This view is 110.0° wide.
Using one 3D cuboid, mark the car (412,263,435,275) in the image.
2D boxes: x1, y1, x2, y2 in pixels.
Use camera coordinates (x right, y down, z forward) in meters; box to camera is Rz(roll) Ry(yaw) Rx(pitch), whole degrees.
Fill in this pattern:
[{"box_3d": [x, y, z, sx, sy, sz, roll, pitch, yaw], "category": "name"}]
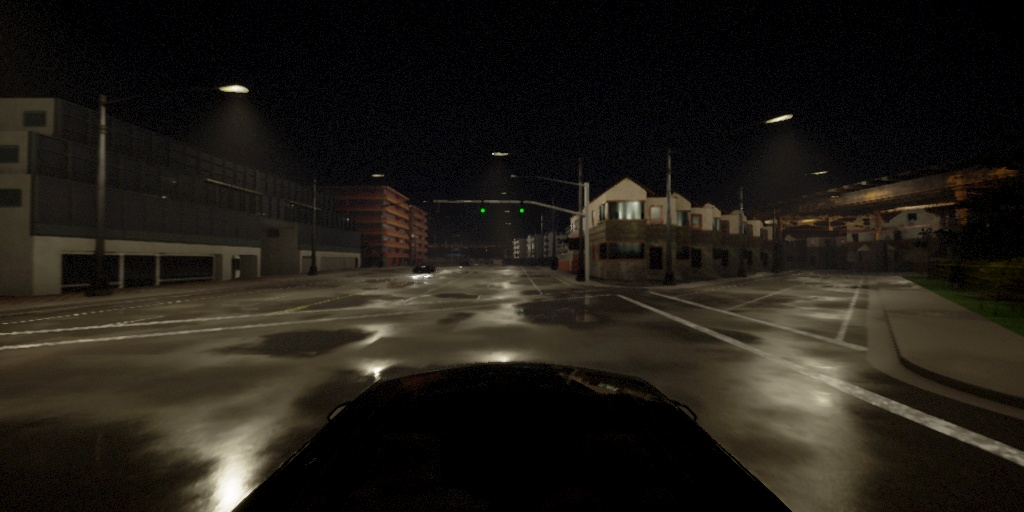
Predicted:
[{"box_3d": [-10.508, 1.505, 42.936, 1.994, 1.385, 4.181, 0, 1, 0], "category": "car"}]
